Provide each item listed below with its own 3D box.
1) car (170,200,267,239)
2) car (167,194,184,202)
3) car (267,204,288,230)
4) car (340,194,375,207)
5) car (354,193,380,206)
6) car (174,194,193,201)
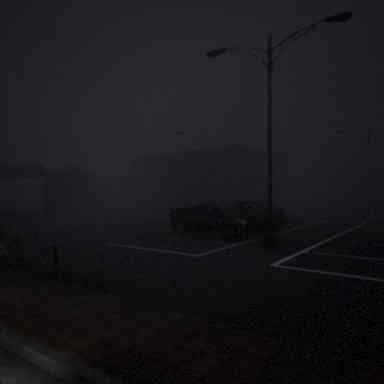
[{"bbox_3d":[1.010,1.350,16.296,4.514,1.523,2.007,0,0,36],"label":"car"},{"bbox_3d":[-3.792,1.371,76.210,1.905,1.878,3.866,0,0,36],"label":"car"},{"bbox_3d":[2.815,1.341,18.862,5.027,1.636,2.152,0,0,36],"label":"car"},{"bbox_3d":[22.942,1.372,46.584,3.806,1.475,1.970,0,0,36],"label":"car"},{"bbox_3d":[25.393,1.087,48.912,3.866,1.878,1.905,0,0,36],"label":"car"},{"bbox_3d":[-1.769,1.531,69.371,2.242,1.667,4.611,0,0,36],"label":"car"}]
